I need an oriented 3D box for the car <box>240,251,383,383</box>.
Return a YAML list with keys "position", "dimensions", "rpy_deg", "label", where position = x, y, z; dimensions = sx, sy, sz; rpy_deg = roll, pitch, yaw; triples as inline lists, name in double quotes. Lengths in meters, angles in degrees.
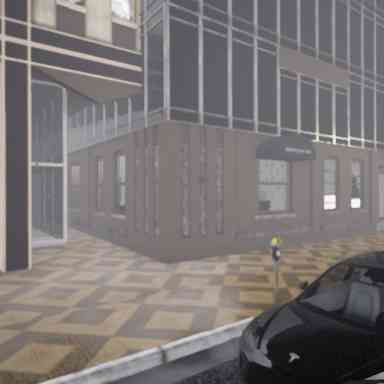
- position: [2.565, 1.547, 4.259]
  dimensions: [4.313, 1.339, 1.947]
  rpy_deg: [0, 0, -35]
  label: "car"
